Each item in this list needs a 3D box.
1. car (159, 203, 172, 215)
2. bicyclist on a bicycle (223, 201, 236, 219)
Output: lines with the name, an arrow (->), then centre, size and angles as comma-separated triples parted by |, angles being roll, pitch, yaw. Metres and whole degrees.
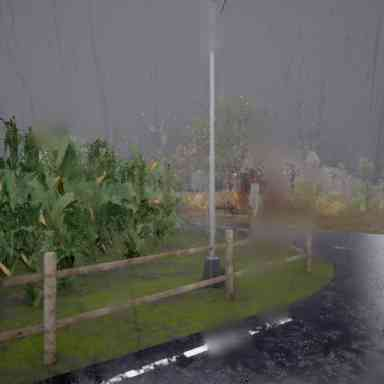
car -> -3.654, 1.714, 34.335 | 1.837, 1.490, 4.892 | 0, 0, -35
bicyclist on a bicycle -> 3.339, 1.592, 29.622 | 1.656, 1.620, 0.582 | 0, 0, -35
